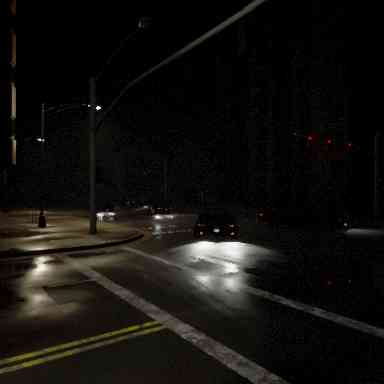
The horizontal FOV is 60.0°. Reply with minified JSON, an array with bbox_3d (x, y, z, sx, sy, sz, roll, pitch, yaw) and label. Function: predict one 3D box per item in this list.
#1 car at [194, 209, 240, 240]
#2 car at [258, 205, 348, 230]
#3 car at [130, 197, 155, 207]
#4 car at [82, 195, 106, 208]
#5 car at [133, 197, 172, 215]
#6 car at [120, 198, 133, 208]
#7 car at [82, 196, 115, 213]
[{"bbox_3d":[1.287,1.564,17.064,1.994,1.385,4.181,0,0,4],"label":"car"},{"bbox_3d":[7.002,1.547,21.376,5.357,1.411,2.033,0,0,38],"label":"car"},{"bbox_3d":[-7.830,1.526,52.079,1.812,1.442,4.674,0,0,-37],"label":"car"},{"bbox_3d":[-14.612,1.405,49.357,2.097,1.767,4.553,0,0,-36],"label":"car"},{"bbox_3d":[-3.970,1.504,34.618,1.837,1.490,4.892,0,0,-36],"label":"car"},{"bbox_3d":[-8.527,1.526,47.086,1.812,1.442,4.674,0,0,-36],"label":"car"},{"bbox_3d":[-10.627,1.547,37.817,2.033,1.411,5.357,0,0,-36],"label":"car"}]
